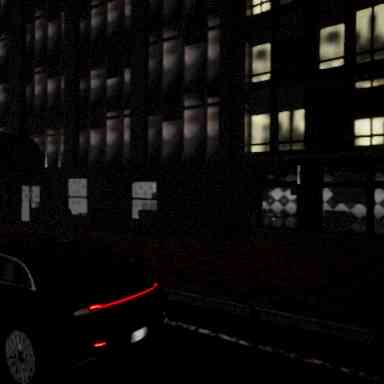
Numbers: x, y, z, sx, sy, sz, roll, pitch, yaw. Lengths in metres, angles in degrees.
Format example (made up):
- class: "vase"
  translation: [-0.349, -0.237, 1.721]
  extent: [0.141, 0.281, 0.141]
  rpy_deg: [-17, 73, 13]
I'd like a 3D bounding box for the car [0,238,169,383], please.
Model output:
- class: "car"
  translation: [-2.643, 1.520, 5.371]
  extent: [4.902, 1.511, 2.128]
  rpy_deg: [0, 0, 34]
